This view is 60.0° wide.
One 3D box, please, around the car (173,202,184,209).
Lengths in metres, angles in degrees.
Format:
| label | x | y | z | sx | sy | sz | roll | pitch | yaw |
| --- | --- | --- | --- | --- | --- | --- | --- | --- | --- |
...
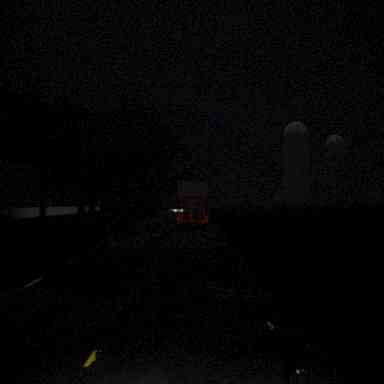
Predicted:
| label | x | y | z | sx | sy | sz | roll | pitch | yaw |
| --- | --- | --- | --- | --- | --- | --- | --- | --- | --- |
| car | -2.680 | 2.701 | 65.364 | 1.994 | 1.385 | 4.181 | 0 | -1 | 1 |

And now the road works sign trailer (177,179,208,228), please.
| label | x | y | z | sx | sy | sz | roll | pitch | yaw |
| --- | --- | --- | --- | --- | --- | --- | --- | --- | --- |
| road works sign trailer | 0.033 | 0.822 | 25.226 | 2.380 | 3.560 | 2.880 | 0 | -1 | 0 |
